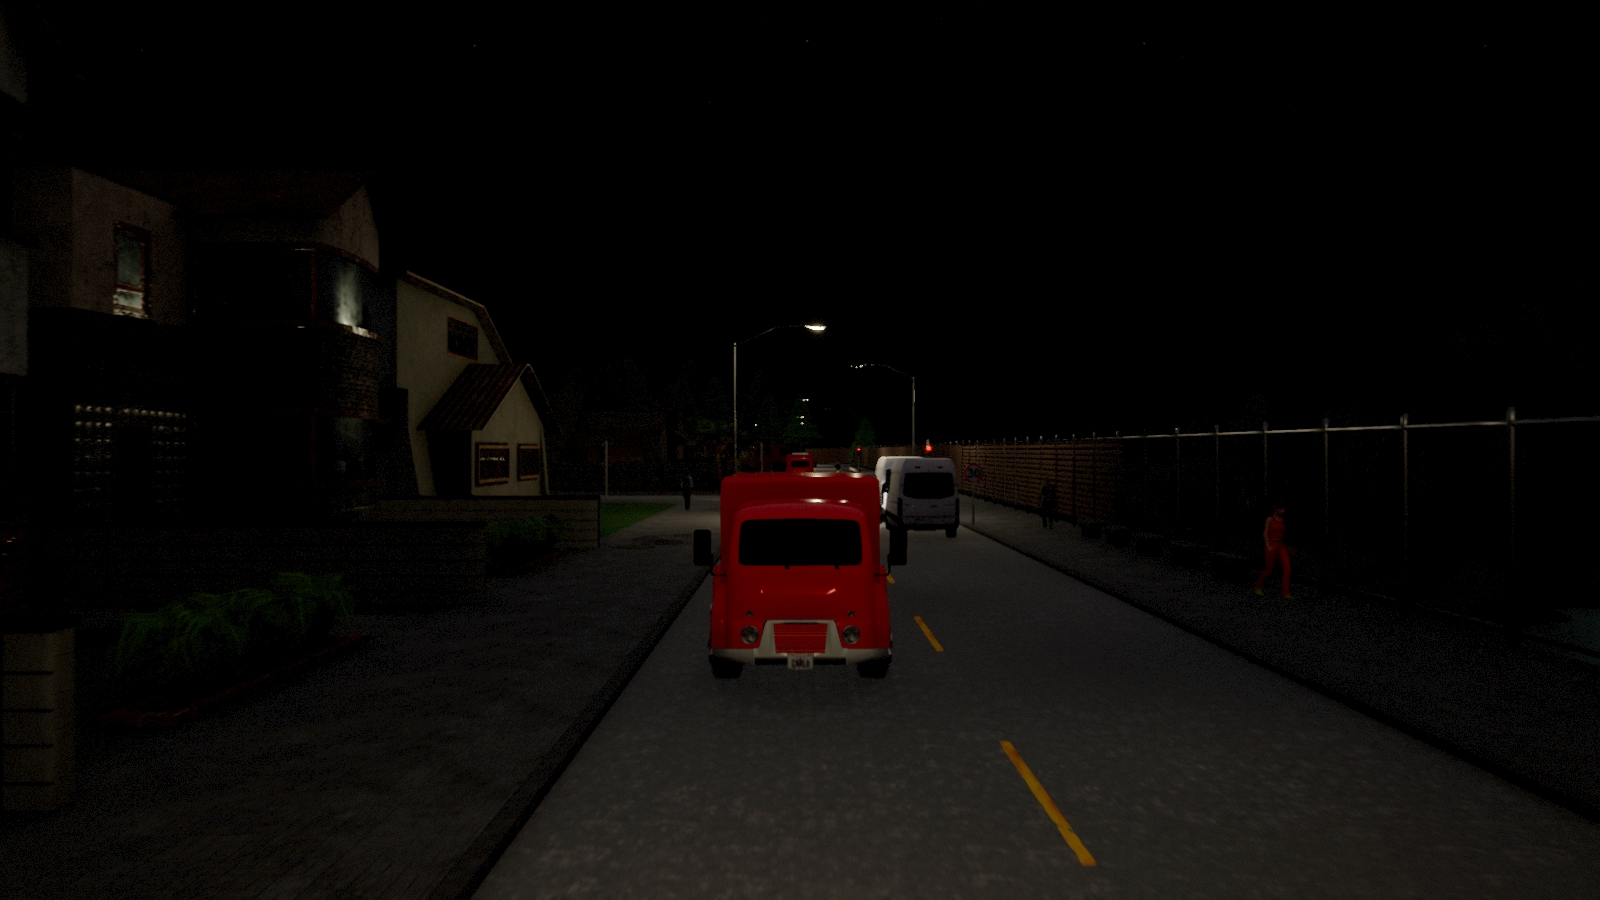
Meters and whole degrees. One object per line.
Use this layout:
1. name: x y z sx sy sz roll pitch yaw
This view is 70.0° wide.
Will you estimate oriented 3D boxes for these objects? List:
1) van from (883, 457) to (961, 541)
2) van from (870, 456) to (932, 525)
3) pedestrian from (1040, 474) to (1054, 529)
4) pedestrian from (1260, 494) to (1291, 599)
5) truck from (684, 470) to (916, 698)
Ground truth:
1. van: 4.000 1.539 38.398 1.988 2.561 5.915 0 0 0
2. van: 4.000 1.540 46.155 1.988 2.561 5.915 0 0 0
3. pedestrian: 8.436 1.751 39.062 0.375 1.860 0.375 0 0 -4
4. pedestrian: 8.631 1.747 20.746 0.375 1.860 0.375 0 0 -21
5. truck: -0.003 1.564 15.571 2.627 2.467 5.204 0 0 0
